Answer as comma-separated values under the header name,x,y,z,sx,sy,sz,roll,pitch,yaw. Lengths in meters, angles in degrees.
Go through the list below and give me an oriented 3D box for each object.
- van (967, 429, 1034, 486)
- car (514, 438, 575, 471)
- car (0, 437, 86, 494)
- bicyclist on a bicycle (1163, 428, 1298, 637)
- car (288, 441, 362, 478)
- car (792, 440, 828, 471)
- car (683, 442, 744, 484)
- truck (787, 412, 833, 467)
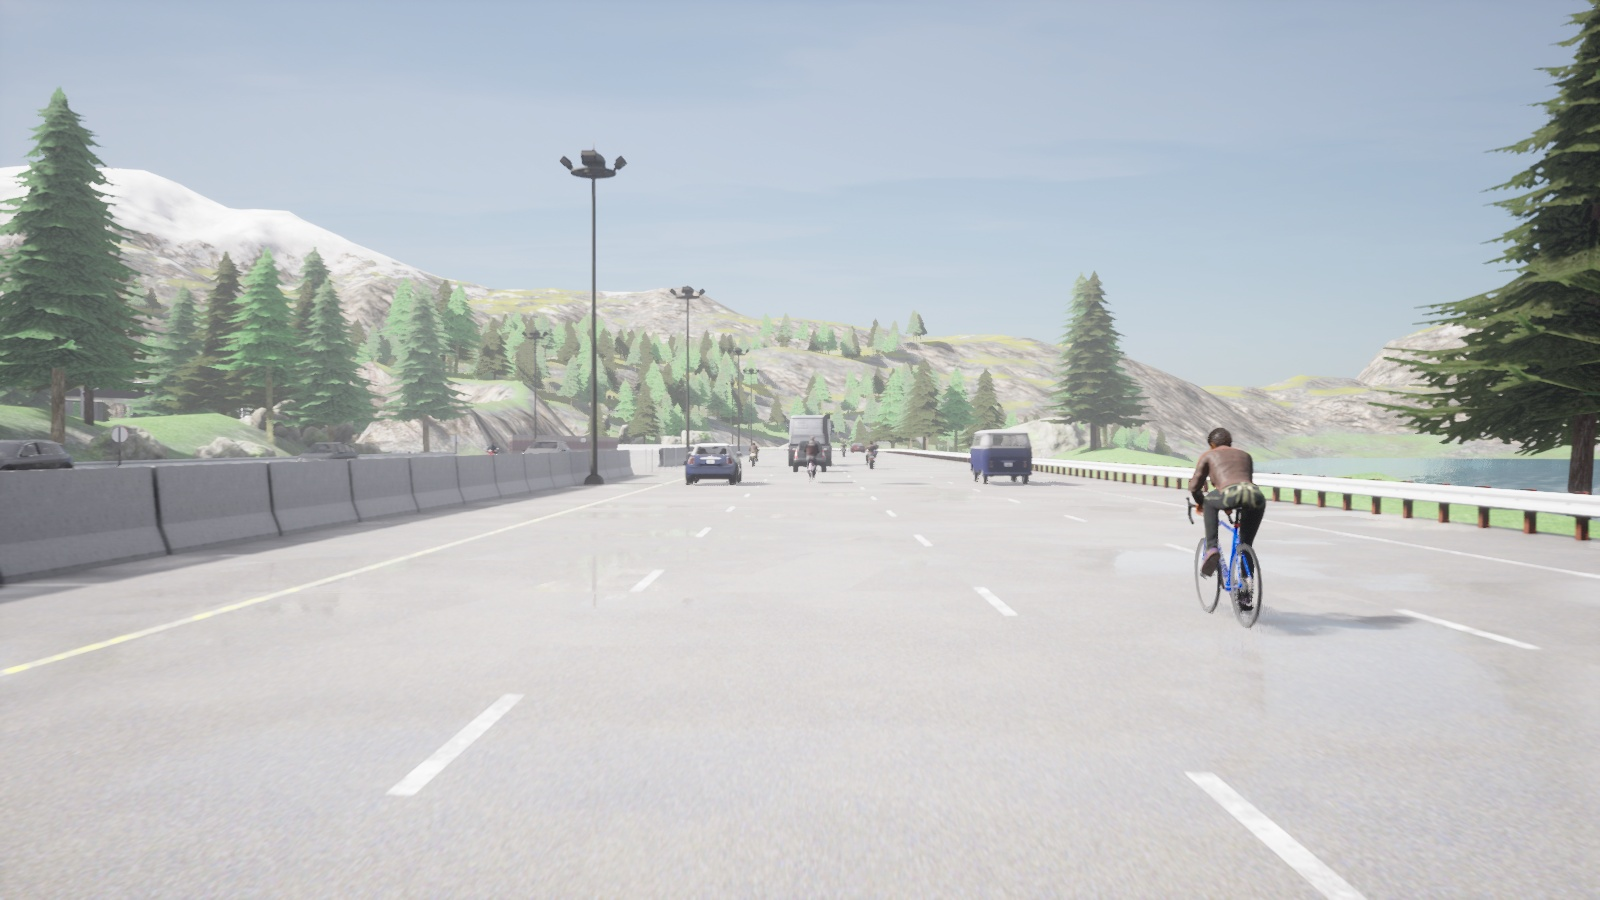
name,x,y,z,sx,sy,sz,roll,pitch,yaw
van,7.343,0.244,46.385,1.775,1.987,4.442,0,0,1
car,-13.482,0.204,66.586,2.242,1.667,4.611,0,0,1
car,-24.230,0.441,38.359,2.033,1.649,4.856,0,0,0
bicyclist on a bicycle,3.577,0.642,10.566,0.582,1.620,1.656,0,0,0
car,-20.587,0.400,54.611,1.789,1.549,3.705,0,0,1
car,0.514,0.273,66.023,1.851,1.617,3.988,0,0,0
car,-3.156,0.447,46.553,1.970,1.475,3.806,0,0,1
truck,0.659,-0.701,82.729,2.891,3.462,7.936,0,0,1
